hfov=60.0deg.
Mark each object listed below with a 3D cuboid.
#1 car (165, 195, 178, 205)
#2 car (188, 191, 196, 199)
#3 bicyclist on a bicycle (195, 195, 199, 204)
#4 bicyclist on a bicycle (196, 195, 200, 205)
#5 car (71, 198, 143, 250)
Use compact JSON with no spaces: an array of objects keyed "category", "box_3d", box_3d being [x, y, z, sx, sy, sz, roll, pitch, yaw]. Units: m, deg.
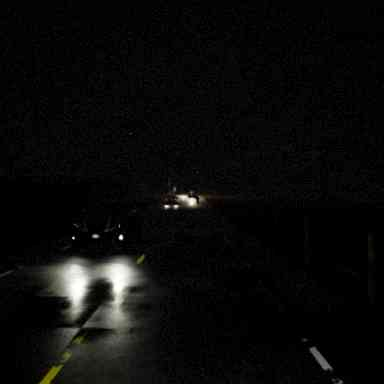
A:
[{"category":"car","box_3d":[-3.546,1.341,58.072,2.097,1.767,4.553,0,1,1]},{"category":"car","box_3d":[-0.015,0.999,84.163,1.837,1.490,4.892,0,1,0]},{"category":"bicyclist on a bicycle","box_3d":[0.953,1.379,62.227,0.582,1.620,1.656,0,0,0]},{"category":"bicyclist on a bicycle","box_3d":[0.955,1.504,53.238,0.582,1.620,1.656,0,0,0]},{"category":"car","box_3d":[-3.602,1.307,15.166,2.150,2.045,5.566,0,0,0]}]
